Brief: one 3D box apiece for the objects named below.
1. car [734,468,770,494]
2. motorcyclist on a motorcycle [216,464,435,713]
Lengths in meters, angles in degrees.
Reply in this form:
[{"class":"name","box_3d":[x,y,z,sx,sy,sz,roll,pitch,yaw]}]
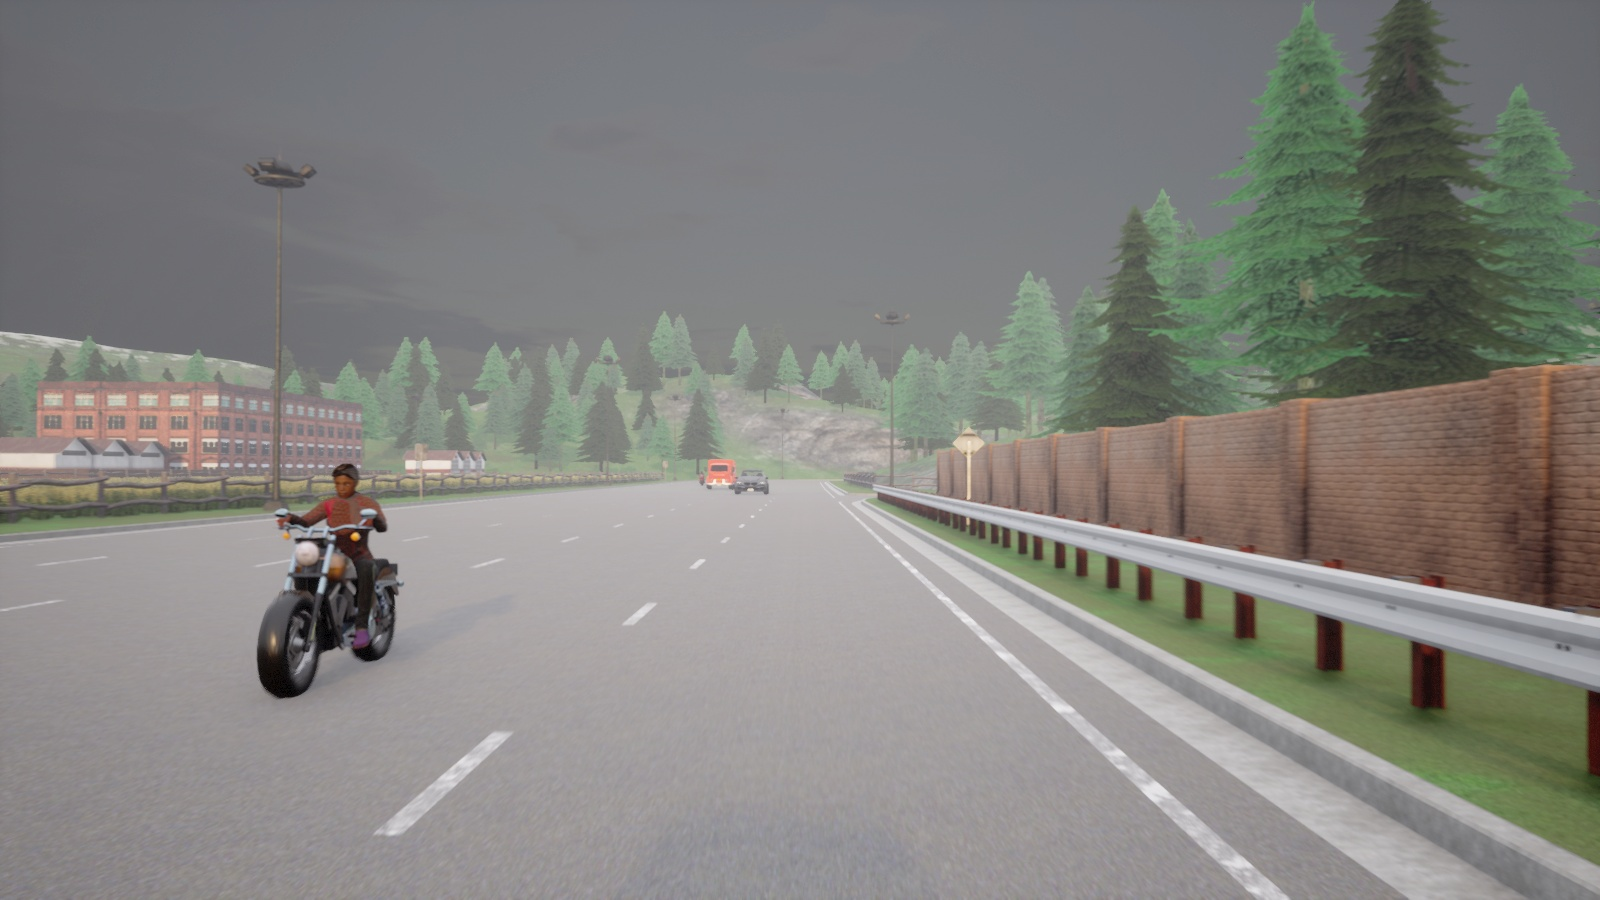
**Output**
[{"class":"car","box_3d":[-3.180,2.079,84.264,2.242,1.667,4.611,0,-1,0]},{"class":"motorcyclist on a motorcycle","box_3d":[-3.495,0.938,9.522,0.766,1.649,2.350,0,-1,0]}]
